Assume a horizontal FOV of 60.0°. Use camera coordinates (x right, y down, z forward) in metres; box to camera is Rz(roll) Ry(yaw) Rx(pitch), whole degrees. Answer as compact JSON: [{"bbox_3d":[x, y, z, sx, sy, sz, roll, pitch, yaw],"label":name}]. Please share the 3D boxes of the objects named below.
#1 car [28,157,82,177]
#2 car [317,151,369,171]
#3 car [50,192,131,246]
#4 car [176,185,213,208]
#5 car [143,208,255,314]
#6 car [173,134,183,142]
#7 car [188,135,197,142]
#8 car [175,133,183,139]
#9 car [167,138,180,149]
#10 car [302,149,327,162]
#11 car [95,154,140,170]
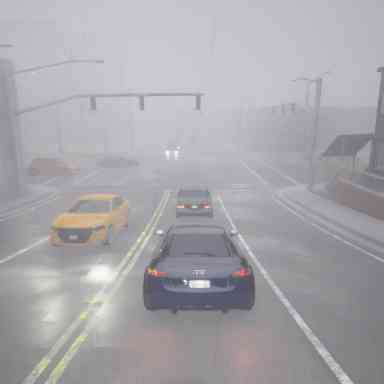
[{"bbox_3d":[-12.654,-2.418,30.849,4.553,1.767,2.097,1,12,3],"label":"car"},{"bbox_3d":[16.018,-3.052,34.283,5.008,1.535,1.882,0,12,0],"label":"car"},{"bbox_3d":[-3.573,0.862,12.505,1.882,1.535,5.008,0,6,0],"label":"car"},{"bbox_3d":[0.117,0.361,17.268,2.033,1.411,5.357,0,8,0],"label":"car"},{"bbox_3d":[0.113,1.346,7.384,1.994,1.385,4.181,0,3,0],"label":"car"},{"bbox_3d":[-3.406,-10.489,68.407,2.128,1.511,4.902,0,12,0],"label":"car"},{"bbox_3d":[0.106,-12.275,76.415,1.837,1.490,4.892,0,12,0],"label":"car"},{"bbox_3d":[-3.379,-14.792,87.996,1.812,1.442,4.674,0,12,0],"label":"car"},{"bbox_3d":[-3.492,-8.294,58.760,1.895,1.301,4.718,0,12,-2],"label":"car"},{"bbox_3d":[16.175,-4.551,41.337,4.674,1.442,1.812,0,12,0],"label":"car"},{"bbox_3d":[-7.962,-3.267,35.518,4.674,1.442,1.812,-4,13,-17],"label":"car"}]
